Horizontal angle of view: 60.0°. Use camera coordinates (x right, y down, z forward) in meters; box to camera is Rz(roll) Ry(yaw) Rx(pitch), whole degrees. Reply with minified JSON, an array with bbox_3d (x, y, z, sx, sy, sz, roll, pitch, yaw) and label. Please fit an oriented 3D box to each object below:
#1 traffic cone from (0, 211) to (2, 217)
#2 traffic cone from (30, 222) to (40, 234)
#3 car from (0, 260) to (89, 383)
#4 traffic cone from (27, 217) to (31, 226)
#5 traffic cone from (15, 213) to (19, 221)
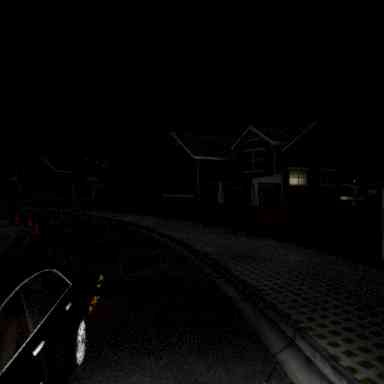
[{"bbox_3d":[-16.811,1.884,29.130,0.340,0.580,0.340,0,0,43],"label":"traffic cone"},{"bbox_3d":[-8.352,1.934,17.886,0.340,0.580,0.340,0,0,-21],"label":"traffic cone"},{"bbox_3d":[-2.151,1.504,2.742,1.837,1.490,4.892,0,0,-6],"label":"car"},{"bbox_3d":[-10.711,1.918,21.969,0.340,0.580,0.340,0,0,-34],"label":"traffic cone"},{"bbox_3d":[-13.554,1.900,25.726,0.340,0.580,0.340,0,0,-40],"label":"traffic cone"}]
